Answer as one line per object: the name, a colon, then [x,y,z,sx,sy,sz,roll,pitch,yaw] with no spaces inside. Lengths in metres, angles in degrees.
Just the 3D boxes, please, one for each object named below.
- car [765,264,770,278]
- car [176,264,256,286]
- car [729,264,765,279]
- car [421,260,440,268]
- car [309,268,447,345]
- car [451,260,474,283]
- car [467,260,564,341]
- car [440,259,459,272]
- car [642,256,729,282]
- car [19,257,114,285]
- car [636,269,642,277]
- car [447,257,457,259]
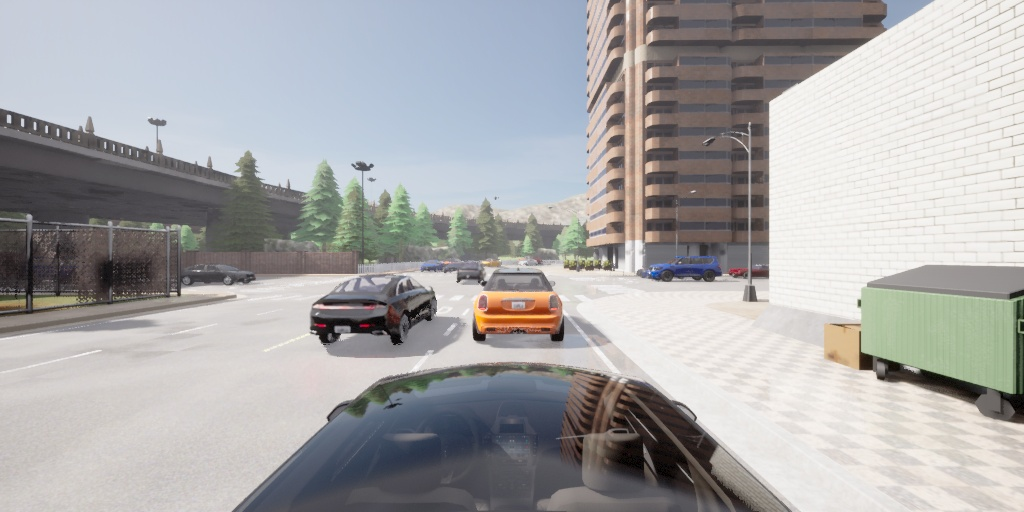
car: [23.606,1.331,28.936,4.674,1.442,1.812,0,0,1]
car: [-21.193,1.310,25.788,4.892,1.490,1.837,0,0,1]
car: [22.288,1.406,32.462,4.718,1.301,1.895,0,0,1]
car: [-9.937,1.228,44.844,1.882,1.535,5.008,0,0,3]
car: [-3.324,1.241,9.515,2.128,1.511,4.902,0,0,1]
car: [-3.131,1.272,28.167,2.128,1.511,4.902,0,0,1]
car: [0.167,1.102,10.004,2.097,1.767,4.553,0,0,1]
car: [-6.587,1.314,41.659,1.994,1.385,4.181,0,0,2]
car: [13.926,1.028,29.065,5.566,2.045,2.150,0,0,1]
car: [-31.880,1.027,25.915,5.566,2.045,2.150,0,0,1]
car: [13.529,1.369,32.586,4.181,1.385,1.994,0,0,-1]
car: [-9.139,1.102,53.828,2.097,1.767,4.553,0,0,11]
